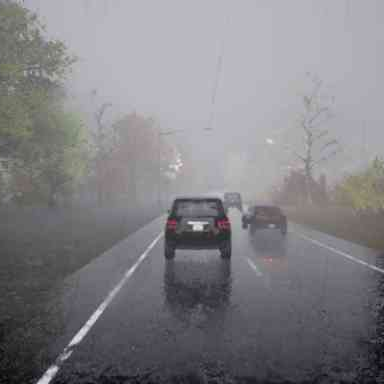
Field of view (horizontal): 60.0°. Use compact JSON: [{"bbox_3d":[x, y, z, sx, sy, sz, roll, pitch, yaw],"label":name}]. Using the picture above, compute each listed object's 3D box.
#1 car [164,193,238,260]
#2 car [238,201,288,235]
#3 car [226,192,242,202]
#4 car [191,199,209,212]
[{"bbox_3d":[0.212,1.156,12.417,2.150,2.045,5.566,0,0,1],"label":"car"},{"bbox_3d":[3.815,1.412,18.071,1.837,1.490,4.892,0,-2,2],"label":"car"},{"bbox_3d":[4.433,1.036,37.550,2.150,2.045,5.566,0,0,2],"label":"car"},{"bbox_3d":[0.885,1.425,36.477,1.895,1.301,4.718,0,0,2],"label":"car"}]
